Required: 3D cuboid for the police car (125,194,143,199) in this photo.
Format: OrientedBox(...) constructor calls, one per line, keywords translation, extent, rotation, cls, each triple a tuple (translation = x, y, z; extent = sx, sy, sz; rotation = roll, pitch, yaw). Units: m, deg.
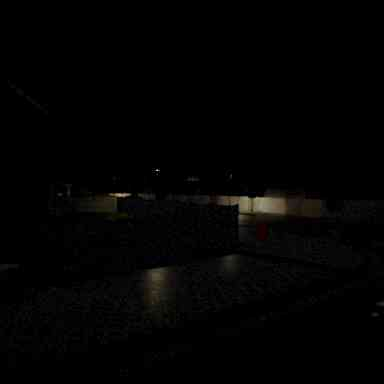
OrientedBox(translation=(-8.025, 1.081, 46.957), extent=(1.930, 1.638, 5.238), rotation=(1, 0, -42), cls="police car")
